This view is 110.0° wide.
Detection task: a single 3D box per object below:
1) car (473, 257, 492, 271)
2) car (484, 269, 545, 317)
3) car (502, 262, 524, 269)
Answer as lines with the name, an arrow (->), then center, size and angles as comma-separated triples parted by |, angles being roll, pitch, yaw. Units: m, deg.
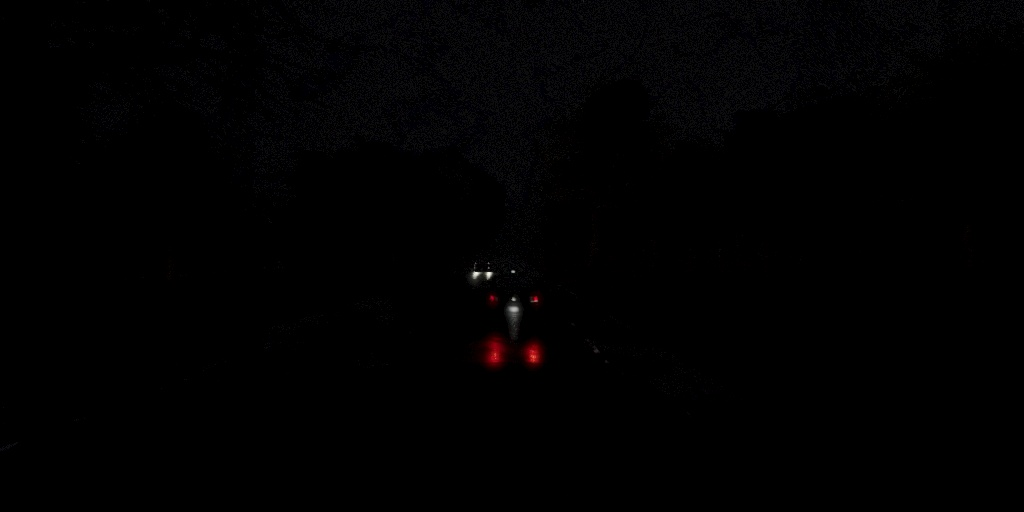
car -> -3.566, 0.949, 44.227 | 2.097, 1.767, 4.553 | 0, 0, 0
car -> 0.086, 1.313, 12.984 | 1.895, 1.301, 4.718 | 0, 0, 0
car -> 0.102, 1.214, 30.429 | 1.994, 1.385, 4.181 | 0, 0, 0
